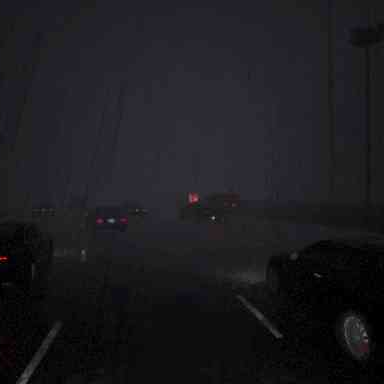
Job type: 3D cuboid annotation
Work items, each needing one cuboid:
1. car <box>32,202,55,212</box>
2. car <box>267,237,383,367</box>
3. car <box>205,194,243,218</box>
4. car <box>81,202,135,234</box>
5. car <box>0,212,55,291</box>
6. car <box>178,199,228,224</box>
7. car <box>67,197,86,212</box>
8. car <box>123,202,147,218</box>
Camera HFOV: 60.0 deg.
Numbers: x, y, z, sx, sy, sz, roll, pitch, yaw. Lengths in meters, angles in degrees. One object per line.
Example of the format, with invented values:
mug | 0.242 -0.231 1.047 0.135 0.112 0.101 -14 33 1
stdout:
car | -13.824 1.597 31.002 2.033 1.411 5.357 0 0 -24
car | 2.827 1.503 5.692 1.812 1.442 4.674 0 0 -8
car | 2.282 1.177 29.046 2.150 2.045 5.566 0 0 -23
car | -5.146 1.558 19.686 2.033 1.411 5.357 0 0 -23
car | -4.925 1.525 8.831 1.837 1.490 4.892 0 0 -15
car | 0.473 1.476 24.360 1.837 1.490 4.892 0 0 -23
car | -13.641 1.392 39.356 2.097 1.767 4.553 0 0 -23
car | -5.439 1.549 29.265 2.033 1.411 5.357 0 0 -23
